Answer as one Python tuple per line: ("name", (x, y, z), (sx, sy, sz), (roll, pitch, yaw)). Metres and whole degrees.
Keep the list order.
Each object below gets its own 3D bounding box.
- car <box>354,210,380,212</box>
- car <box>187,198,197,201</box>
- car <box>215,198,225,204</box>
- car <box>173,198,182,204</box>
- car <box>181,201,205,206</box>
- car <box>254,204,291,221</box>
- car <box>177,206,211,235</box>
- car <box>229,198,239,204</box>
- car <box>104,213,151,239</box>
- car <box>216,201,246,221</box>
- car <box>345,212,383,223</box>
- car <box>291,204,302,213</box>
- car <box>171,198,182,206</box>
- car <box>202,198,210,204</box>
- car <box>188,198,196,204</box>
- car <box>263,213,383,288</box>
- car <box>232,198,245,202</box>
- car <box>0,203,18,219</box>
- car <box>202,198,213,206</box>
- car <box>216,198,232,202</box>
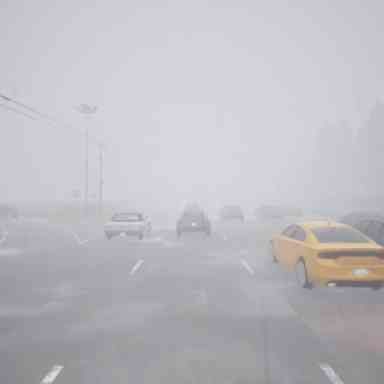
("car", (10.597, 1.780, 20.304), (1.994, 1.385, 4.181), (0, -1, 0))
("car", (-0.008, 2.131, 72.821), (2.097, 1.767, 4.553), (0, -1, 0))
("car", (6.991, 2.260, 82.854), (2.033, 1.411, 5.357), (0, -1, 0))
("car", (-3.509, 2.264, 82.853), (2.033, 1.411, 5.357), (0, -1, 0))
("car", (0.095, 1.960, 36.677), (1.994, 1.385, 4.181), (0, -1, 0))
("car", (7.096, 1.877, 30.760), (2.033, 1.411, 5.357), (0, -1, 0))
("car", (0.098, 1.785, 20.441), (1.994, 1.385, 4.181), (0, -1, 0))
("car", (10.491, 2.219, 82.855), (1.837, 1.490, 4.892), (0, -1, 0))
("car", (-3.402, 1.802, 18.537), (1.895, 1.301, 4.718), (0, -1, 0))
("car", (3.596, 1.878, 30.757), (2.033, 1.411, 5.357), (0, -1, 0))
("car", (7.098, 1.677, 12.166), (2.033, 1.411, 5.357), (0, -1, 0))
("car", (10.596, 1.957, 36.774), (1.994, 1.385, 4.181), (0, -1, 0))
("car", (-3.508, 2.132, 72.821), (2.097, 1.767, 4.553), (0, -1, 0))
("car", (3.491, 2.221, 82.854), (1.837, 1.490, 4.892), (0, -1, 0))
("car", (-0.009, 2.223, 82.854), (1.837, 1.490, 4.892), (0, -1, 0))
("car", (3.599, 1.580, 9.544), (1.882, 1.535, 5.008), (0, -1, 0))
("car", (10.492, 2.291, 72.434), (2.128, 1.511, 4.902), (0, -1, 0))
("car", (-18.387, 1.860, 32.133), (1.837, 1.490, 4.892), (1, -1, -44))
("car", (3.492, 2.129, 72.821), (2.097, 1.767, 4.553), (0, -1, 0))
("car", (6.992, 2.297, 72.850), (1.812, 1.442, 4.674), (0, -1, 0))
